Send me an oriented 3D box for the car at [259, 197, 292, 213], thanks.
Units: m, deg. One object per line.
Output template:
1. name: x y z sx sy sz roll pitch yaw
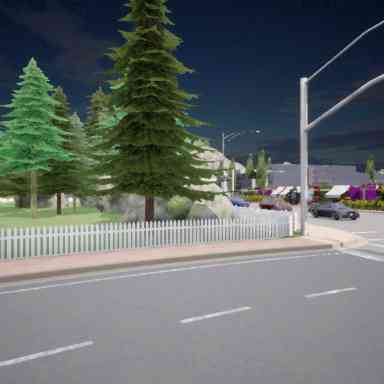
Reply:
1. car: 9.413 1.408 37.735 2.097 1.767 4.553 0 0 -16

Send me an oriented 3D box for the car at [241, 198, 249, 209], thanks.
1. car: 6.495 1.533 47.632 1.882 1.535 5.008 0 0 -17

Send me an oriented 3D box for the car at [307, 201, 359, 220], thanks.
1. car: 12.156 1.619 28.441 1.994 1.385 4.181 0 0 -16

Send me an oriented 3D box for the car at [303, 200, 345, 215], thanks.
1. car: 13.944 1.619 35.444 1.994 1.385 4.181 0 0 -16
